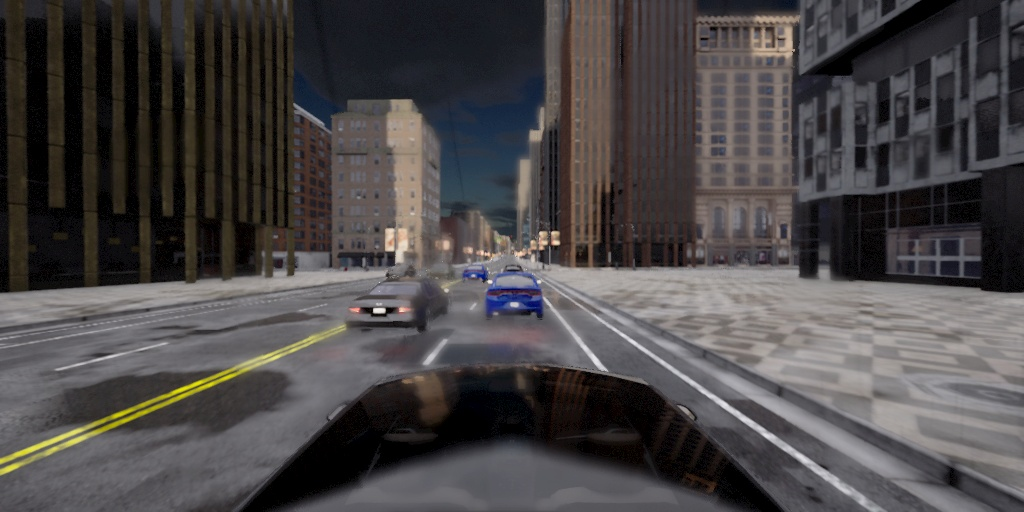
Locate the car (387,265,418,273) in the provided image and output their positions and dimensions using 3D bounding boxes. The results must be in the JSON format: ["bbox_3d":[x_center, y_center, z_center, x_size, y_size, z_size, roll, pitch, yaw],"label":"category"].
[{"bbox_3d":[-9.832,1.528,32.271,1.837,1.490,4.892,0,-1,0],"label":"car"}]

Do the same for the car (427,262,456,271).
[{"bbox_3d":[-6.580,1.386,33.635,2.097,1.767,4.553,0,0,0],"label":"car"}]

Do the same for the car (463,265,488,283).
[{"bbox_3d":[-3.142,1.495,31.865,1.882,1.535,5.008,0,-1,0],"label":"car"}]

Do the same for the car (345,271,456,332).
[{"bbox_3d":[-3.159,1.373,11.076,2.033,1.411,5.357,0,0,0],"label":"car"}]

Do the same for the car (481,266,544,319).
[{"bbox_3d":[0.096,1.322,13.261,1.882,1.535,5.008,0,0,0],"label":"car"}]
